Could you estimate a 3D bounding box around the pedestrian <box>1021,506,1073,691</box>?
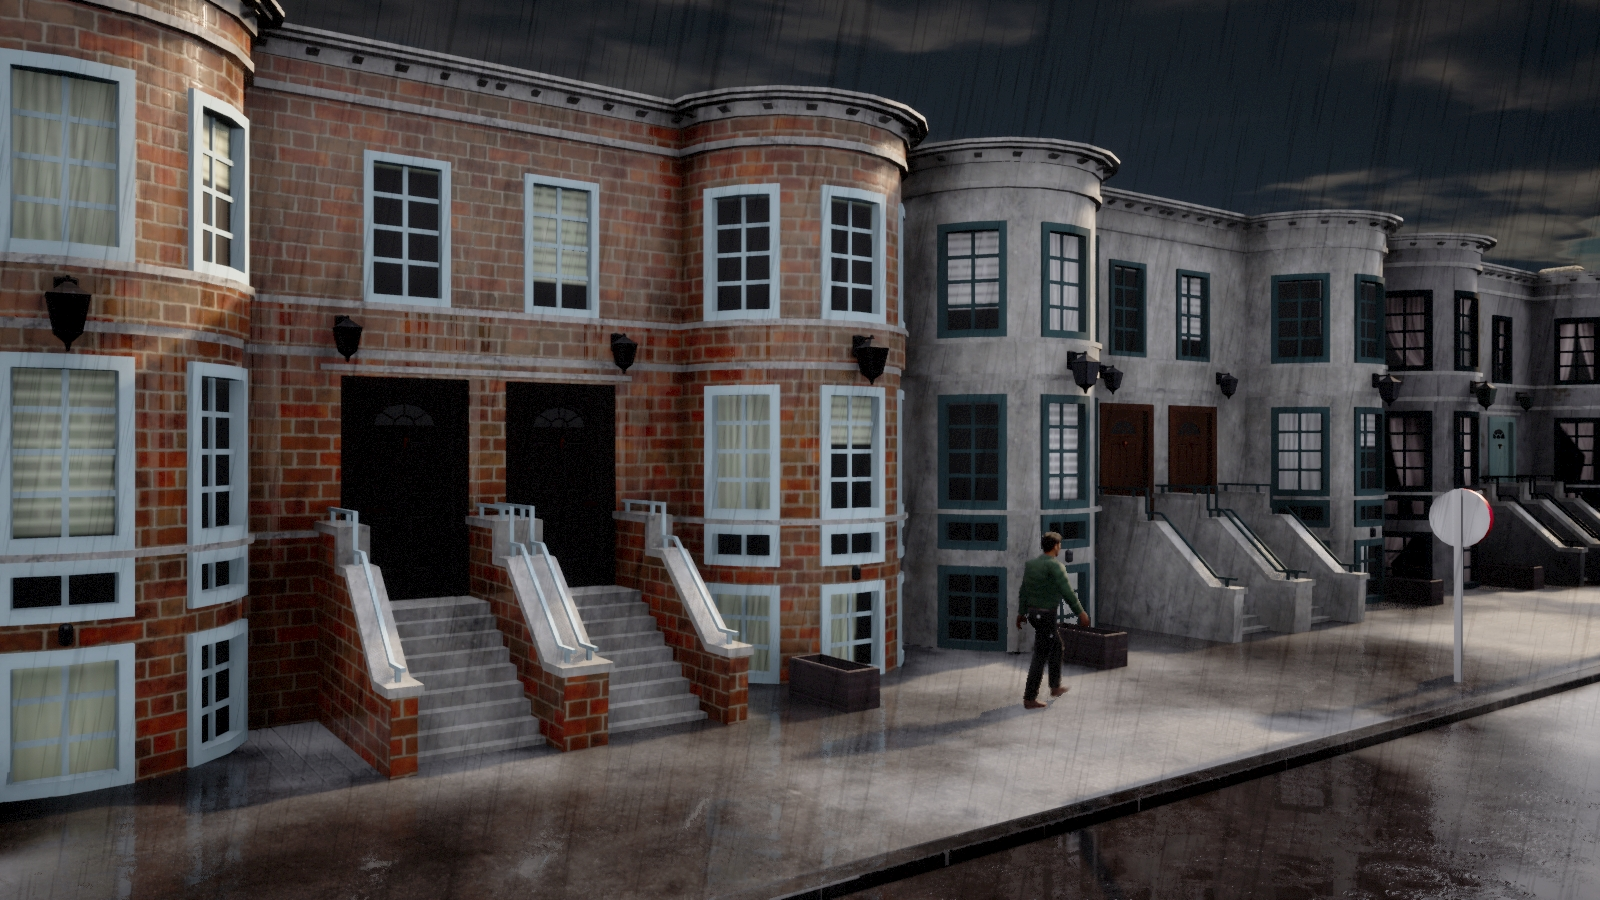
[{"bbox_3d":[2.574,1.524,11.909,0.375,1.860,0.375,0,0,-27],"label":"pedestrian"}]
